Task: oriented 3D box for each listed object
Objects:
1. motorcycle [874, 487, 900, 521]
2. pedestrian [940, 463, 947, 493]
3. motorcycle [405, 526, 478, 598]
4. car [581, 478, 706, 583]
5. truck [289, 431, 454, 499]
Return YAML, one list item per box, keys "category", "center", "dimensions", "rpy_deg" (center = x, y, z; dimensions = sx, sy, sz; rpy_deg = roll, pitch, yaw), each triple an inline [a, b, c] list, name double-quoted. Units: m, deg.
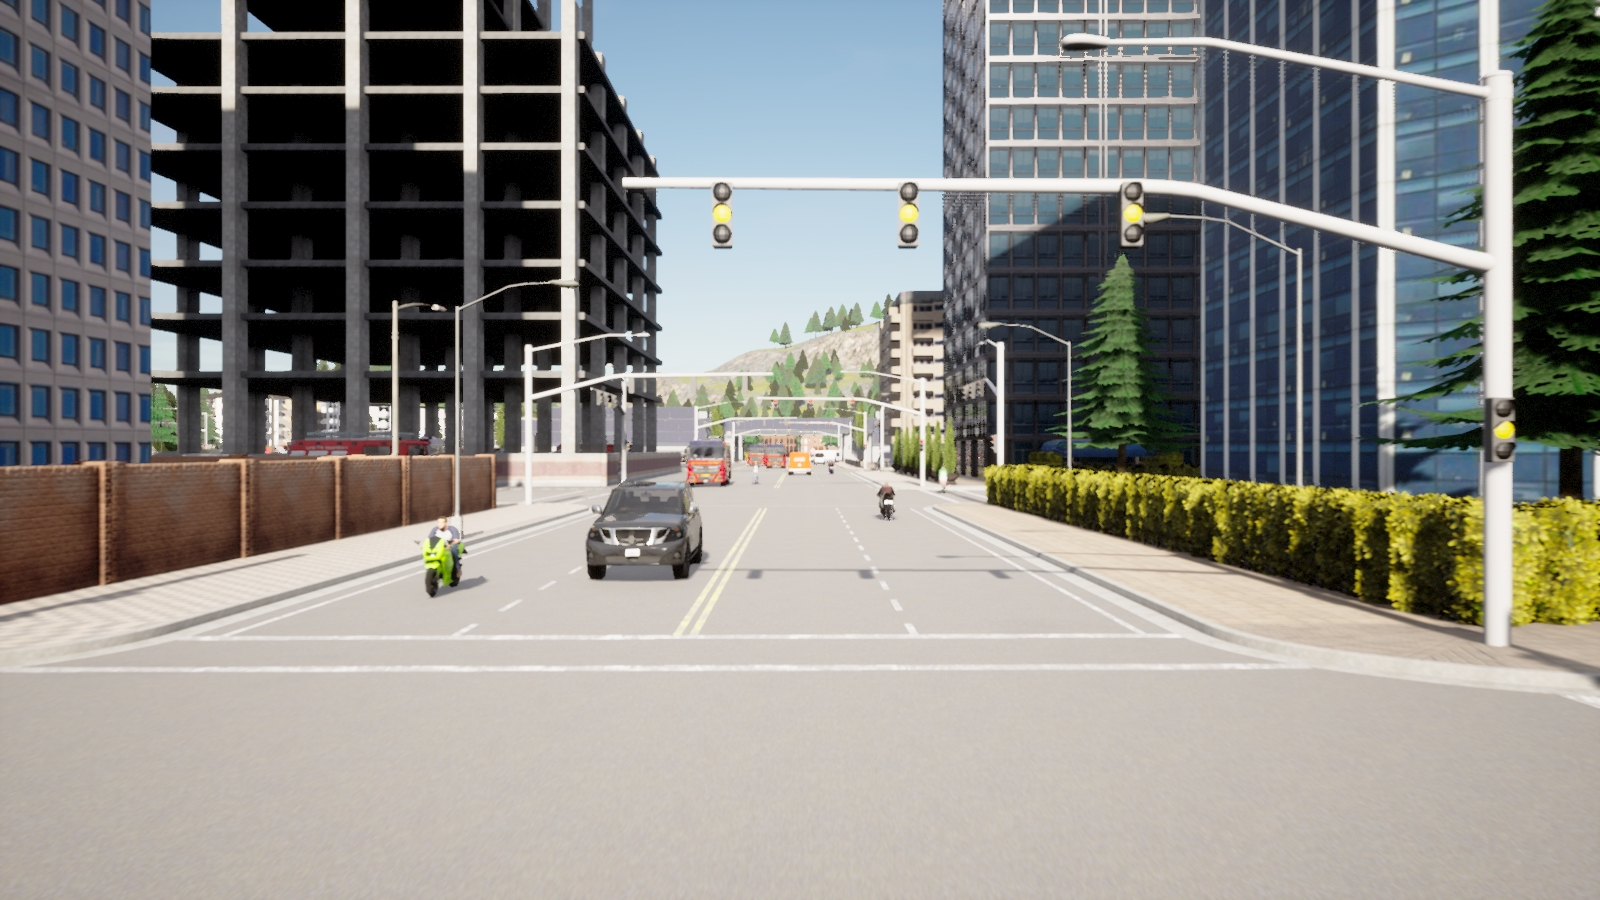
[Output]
- category: "motorcycle"
  center: [3.500, 2.162, 46.102]
  dimensions: [0.867, 1.251, 2.209]
  rpy_deg: [0, 0, 0]
- category: "pedestrian"
  center: [9.127, 1.780, 72.571]
  dimensions: [0.375, 1.860, 0.375]
  rpy_deg: [0, 0, 1]
- category: "motorcycle"
  center: [-7.000, 2.170, 22.430]
  dimensions: [0.803, 1.199, 2.033]
  rpy_deg: [0, 0, 0]
- category: "car"
  center: [-3.500, 1.758, 26.691]
  dimensions: [2.150, 2.045, 5.566]
  rpy_deg: [0, 0, 0]
- category: "truck"
  center: [-24.731, 0.848, 66.153]
  dimensions: [8.468, 3.827, 2.891]
  rpy_deg: [0, 0, 0]
